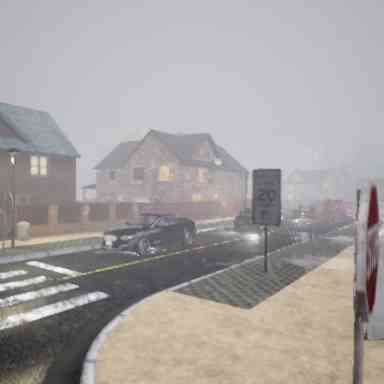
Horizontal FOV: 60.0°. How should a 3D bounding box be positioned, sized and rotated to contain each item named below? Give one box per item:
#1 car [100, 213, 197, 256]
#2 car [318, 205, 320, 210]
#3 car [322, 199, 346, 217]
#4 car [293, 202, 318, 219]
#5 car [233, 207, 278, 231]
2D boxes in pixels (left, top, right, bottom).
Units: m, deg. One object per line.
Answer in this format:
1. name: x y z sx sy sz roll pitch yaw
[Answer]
1. car: -1.693 1.677 14.420 2.128 1.511 4.902 1 0 35
2. car: 18.738 2.283 53.155 2.033 1.411 5.357 1 -1 1
3. car: 16.417 1.788 38.485 2.150 2.045 5.566 1 0 18
4. car: 11.936 2.024 35.304 1.994 1.385 4.181 1 -1 23
5. car: 4.604 1.793 23.367 1.837 1.490 4.892 1 0 34
